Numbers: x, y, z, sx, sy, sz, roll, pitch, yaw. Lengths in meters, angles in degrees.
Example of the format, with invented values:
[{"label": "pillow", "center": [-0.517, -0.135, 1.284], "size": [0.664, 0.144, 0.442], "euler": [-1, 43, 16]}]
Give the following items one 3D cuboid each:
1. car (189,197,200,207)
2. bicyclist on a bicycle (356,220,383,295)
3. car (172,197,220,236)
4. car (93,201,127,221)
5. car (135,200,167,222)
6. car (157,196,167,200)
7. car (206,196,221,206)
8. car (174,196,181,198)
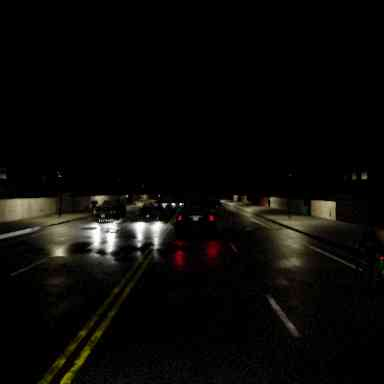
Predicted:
[{"label": "car", "center": [0.405, 1.549, 53.258], "size": [1.812, 1.442, 4.674], "euler": [0, 0, 0]}, {"label": "bicyclist on a bicycle", "center": [4.180, 1.471, 7.604], "size": [0.582, 1.620, 1.656], "euler": [0, 0, 0]}, {"label": "car", "center": [0.201, 1.353, 18.553], "size": [2.097, 1.767, 4.553], "euler": [0, 0, 0]}, {"label": "car", "center": [-6.451, 1.464, 26.589], "size": [2.128, 1.511, 4.902], "euler": [0, 0, 0]}, {"label": "car", "center": [-3.204, 1.550, 26.129], "size": [1.994, 1.385, 4.181], "euler": [0, 0, 0]}, {"label": "car", "center": [-6.109, 1.541, 67.971], "size": [1.812, 1.442, 4.674], "euler": [0, 0, 0]}, {"label": "car", "center": [3.658, 1.603, 53.822], "size": [1.994, 1.385, 4.181], "euler": [0, 0, 0]}, {"label": "car", "center": [-2.871, 1.556, 66.808], "size": [1.812, 1.442, 4.674], "euler": [0, 0, 1]}]
